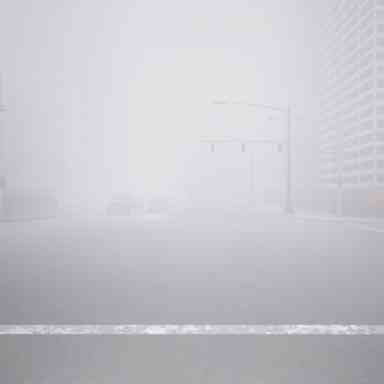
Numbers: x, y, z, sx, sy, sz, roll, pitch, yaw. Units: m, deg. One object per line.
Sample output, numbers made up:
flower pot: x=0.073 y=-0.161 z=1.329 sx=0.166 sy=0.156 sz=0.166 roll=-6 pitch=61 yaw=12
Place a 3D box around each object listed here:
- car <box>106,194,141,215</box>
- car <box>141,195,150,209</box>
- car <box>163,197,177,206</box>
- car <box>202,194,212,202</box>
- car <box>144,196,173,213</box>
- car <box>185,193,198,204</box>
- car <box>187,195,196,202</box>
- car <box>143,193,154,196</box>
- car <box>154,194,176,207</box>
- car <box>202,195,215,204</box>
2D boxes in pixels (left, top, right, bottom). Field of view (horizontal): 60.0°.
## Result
car: x=-7.152 y=1.221 z=34.507 sx=2.150 sy=2.045 sz=5.566 roll=0 pitch=0 yaw=2
car: x=-7.191 y=1.547 z=44.759 sx=2.033 sy=1.411 sz=5.357 roll=0 pitch=0 yaw=0
car: x=-3.701 y=1.564 z=56.459 sx=1.994 sy=1.385 sz=4.181 roll=0 pitch=0 yaw=0
car: x=3.353 y=1.355 z=74.548 sx=2.097 sy=1.767 sz=4.553 roll=0 pitch=0 yaw=0
car: x=-3.676 y=1.491 z=37.430 sx=2.128 sy=1.511 sz=4.902 roll=0 pitch=0 yaw=0
car: x=-0.128 y=1.221 z=63.726 sx=2.150 sy=2.045 sz=5.566 roll=0 pitch=0 yaw=0
car: x=-0.150 y=1.381 z=74.397 sx=1.994 sy=1.385 sz=4.181 roll=0 pitch=0 yaw=0
car: x=-7.200 y=1.221 z=55.283 sx=2.150 sy=2.045 sz=5.566 roll=0 pitch=0 yaw=0
car: x=-3.690 y=1.352 z=46.646 sx=2.097 sy=1.767 sz=4.553 roll=0 pitch=0 yaw=0
car: x=3.466 y=1.525 z=64.646 sx=1.812 sy=1.442 sz=4.674 roll=0 pitch=0 yaw=0
